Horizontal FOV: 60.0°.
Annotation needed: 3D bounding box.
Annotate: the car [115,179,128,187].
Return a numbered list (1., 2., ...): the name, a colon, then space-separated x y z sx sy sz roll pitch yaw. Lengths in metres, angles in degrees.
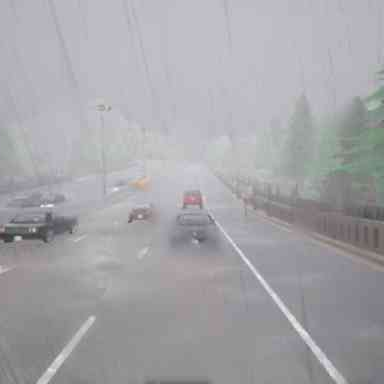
1. car: -13.958 -1.812 65.841 1.895 1.301 4.718 0 7 0

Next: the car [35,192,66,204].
1. car: -17.564 0.750 42.073 1.994 1.385 4.181 0 4 0

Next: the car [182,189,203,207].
1. car: 0.099 0.682 37.992 2.150 2.045 5.566 0 3 0

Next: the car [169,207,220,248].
1. car: 0.099 1.540 14.390 1.895 1.301 4.718 0 0 0

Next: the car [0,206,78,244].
1. car: -6.901 1.536 15.419 1.895 1.301 4.718 0 0 0

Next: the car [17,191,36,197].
1. car: -21.059 0.647 43.196 2.033 1.411 5.357 0 4 1

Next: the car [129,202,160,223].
1. car: -3.402 1.422 24.154 1.812 1.442 4.674 0 0 0

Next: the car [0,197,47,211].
1. car: -14.093 1.417 26.782 2.033 1.411 5.357 0 1 0
